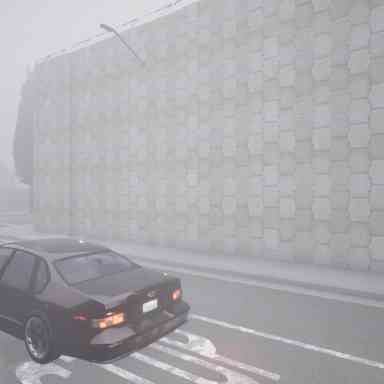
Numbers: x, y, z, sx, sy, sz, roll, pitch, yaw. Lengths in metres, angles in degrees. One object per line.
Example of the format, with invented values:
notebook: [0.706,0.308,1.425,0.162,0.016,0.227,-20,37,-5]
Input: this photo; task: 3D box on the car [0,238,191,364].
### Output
car: [-2.602,1.547,5.834,5.357,1.411,2.033,0,0,35]
